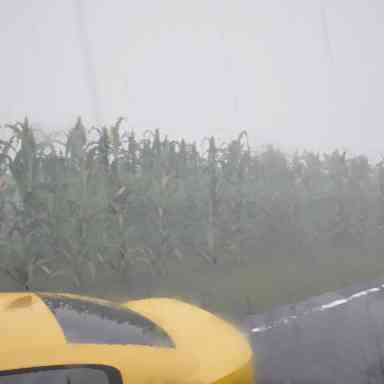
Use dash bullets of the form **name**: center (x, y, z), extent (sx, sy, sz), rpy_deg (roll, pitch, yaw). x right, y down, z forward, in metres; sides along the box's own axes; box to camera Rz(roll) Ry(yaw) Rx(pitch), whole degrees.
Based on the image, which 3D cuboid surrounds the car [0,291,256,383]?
- **car**: center (-1.828, 1.478, 1.768), extent (5.008, 1.535, 1.882), rpy_deg (0, 0, -35)
